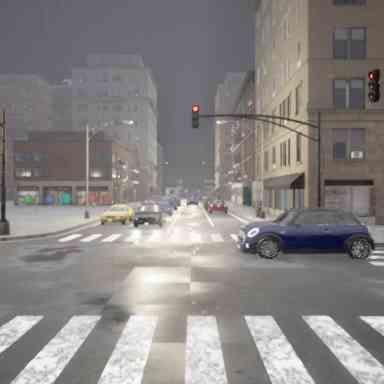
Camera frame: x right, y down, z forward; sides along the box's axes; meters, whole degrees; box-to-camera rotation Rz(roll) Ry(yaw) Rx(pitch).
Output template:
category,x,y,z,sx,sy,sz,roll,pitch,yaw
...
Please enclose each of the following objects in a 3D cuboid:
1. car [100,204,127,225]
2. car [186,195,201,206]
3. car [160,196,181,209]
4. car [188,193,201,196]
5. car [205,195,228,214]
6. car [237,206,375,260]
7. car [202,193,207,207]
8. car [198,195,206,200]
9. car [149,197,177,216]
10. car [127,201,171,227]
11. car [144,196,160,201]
category,x,y,z,sx,sy,sz,roll,pitch,yaw
car,-5.353,1.532,24.115,1.752,1.417,4.829,0,0,0
car,0.077,1.618,54.092,1.895,1.301,4.718,0,0,0
car,-2.727,1.560,41.979,2.033,1.411,5.357,0,0,1
car,0.092,1.242,64.395,2.150,2.045,5.566,0,0,0
car,2.689,1.451,35.597,1.967,1.590,4.097,0,0,0
car,3.951,1.373,12.047,4.553,1.767,2.097,0,0,0
car,2.697,1.327,41.259,2.192,1.841,5.009,0,0,0
car,2.769,1.599,92.216,1.947,1.339,4.313,0,0,0
car,-2.791,1.535,32.243,1.812,1.442,4.674,0,0,0
car,-2.801,1.554,22.937,2.033,1.411,5.357,0,0,-1
car,-5.328,1.563,41.271,2.008,1.369,4.403,0,0,0
